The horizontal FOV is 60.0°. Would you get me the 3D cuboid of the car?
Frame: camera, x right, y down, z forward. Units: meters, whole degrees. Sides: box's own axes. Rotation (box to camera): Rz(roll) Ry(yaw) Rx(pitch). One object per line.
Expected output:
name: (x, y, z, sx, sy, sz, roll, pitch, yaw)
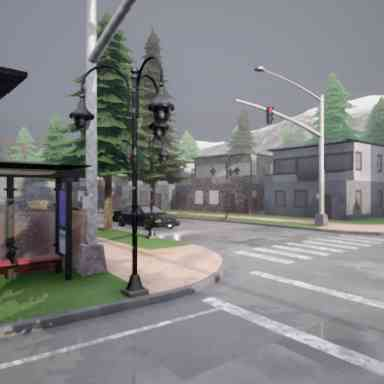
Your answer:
car: (-3.030, 1.524, 20.807, 2.033, 1.411, 5.357, 0, 0, -42)
